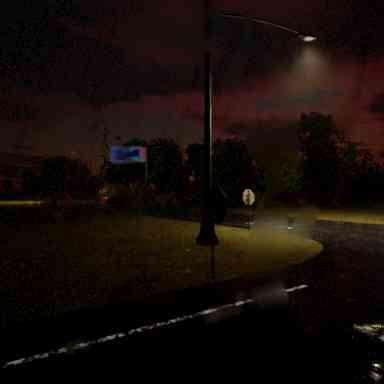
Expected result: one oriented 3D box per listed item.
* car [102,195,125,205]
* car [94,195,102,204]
[{"bbox_3d":[-12.895,1.252,55.774,2.097,1.767,4.553,0,0,-34],"label":"car"},{"bbox_3d":[-16.364,1.240,60.859,2.097,1.767,4.553,0,0,-34],"label":"car"}]
